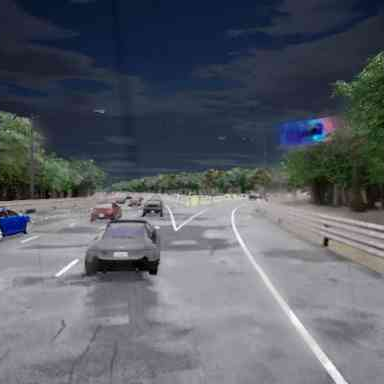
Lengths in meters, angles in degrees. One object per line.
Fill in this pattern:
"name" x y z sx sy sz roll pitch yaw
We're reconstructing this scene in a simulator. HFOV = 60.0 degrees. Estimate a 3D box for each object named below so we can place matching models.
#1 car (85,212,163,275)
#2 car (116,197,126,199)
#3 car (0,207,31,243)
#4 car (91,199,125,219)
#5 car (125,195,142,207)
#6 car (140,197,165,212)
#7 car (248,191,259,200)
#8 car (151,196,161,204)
"car" -1.969 1.559 10.454 1.994 1.385 4.181 0 0 -5
"car" -14.076 1.653 65.543 1.994 1.385 4.181 0 0 -7
"car" -9.308 1.451 15.659 1.882 1.535 5.008 0 0 -5
"car" -6.611 1.508 25.873 1.812 1.442 4.674 0 0 -5
"car" -9.097 1.592 53.724 2.033 1.411 5.357 0 0 -6
"car" -3.696 1.501 32.009 1.837 1.490 4.892 0 0 -5
"car" 16.228 1.289 87.853 1.837 1.490 4.892 0 0 24
"car" -7.357 1.634 67.420 1.812 1.442 4.674 0 0 -7
